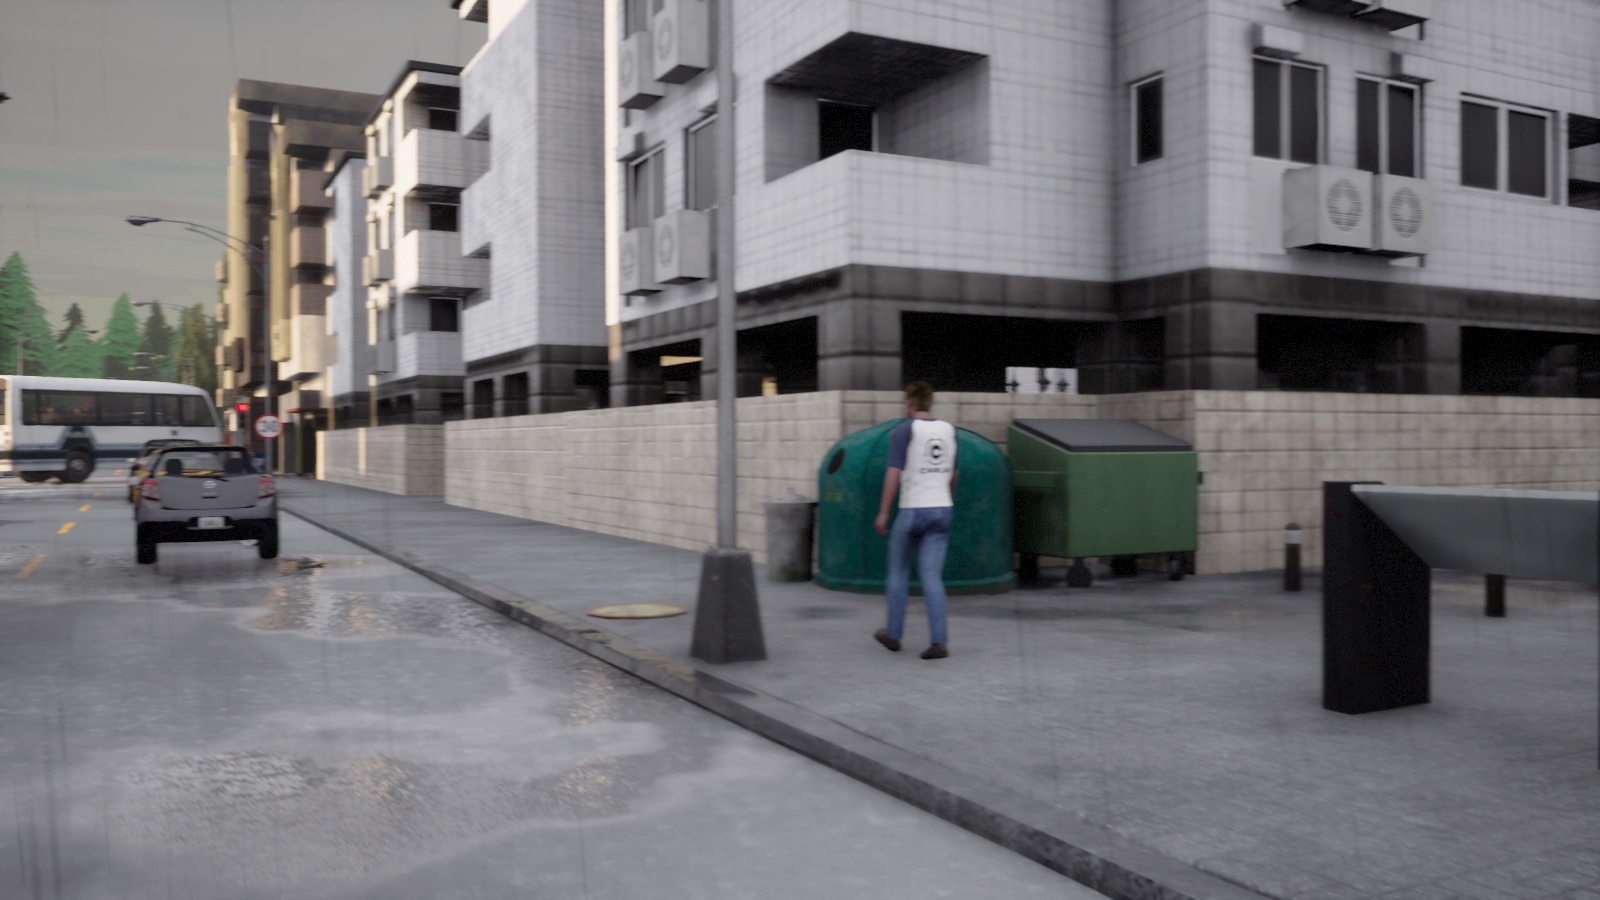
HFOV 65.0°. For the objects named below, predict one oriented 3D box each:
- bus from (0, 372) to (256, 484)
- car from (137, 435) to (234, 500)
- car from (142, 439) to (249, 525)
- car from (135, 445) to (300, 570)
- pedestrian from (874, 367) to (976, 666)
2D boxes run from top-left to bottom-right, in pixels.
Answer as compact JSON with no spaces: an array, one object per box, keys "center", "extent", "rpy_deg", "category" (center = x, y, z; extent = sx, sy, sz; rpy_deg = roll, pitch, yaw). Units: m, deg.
[{"center":[-28.634,-0.870,53.144],"extent":[3.944,4.253,10.273],"rpy_deg":[-1,0,24],"category":"bus"},{"center":[-16.916,0.436,34.487],"extent":[2.242,1.667,4.611],"rpy_deg":[0,0,-27],"category":"car"},{"center":[-12.491,0.568,25.855],"extent":[1.801,1.575,5.366],"rpy_deg":[0,0,-27],"category":"car"},{"center":[-8.003,0.681,17.126],"extent":[1.845,1.501,3.633],"rpy_deg":[0,0,-27],"category":"car"},{"center":[0.798,0.407,8.112],"extent":[0.354,1.836,0.706],"rpy_deg":[0,0,-24],"category":"pedestrian"}]
